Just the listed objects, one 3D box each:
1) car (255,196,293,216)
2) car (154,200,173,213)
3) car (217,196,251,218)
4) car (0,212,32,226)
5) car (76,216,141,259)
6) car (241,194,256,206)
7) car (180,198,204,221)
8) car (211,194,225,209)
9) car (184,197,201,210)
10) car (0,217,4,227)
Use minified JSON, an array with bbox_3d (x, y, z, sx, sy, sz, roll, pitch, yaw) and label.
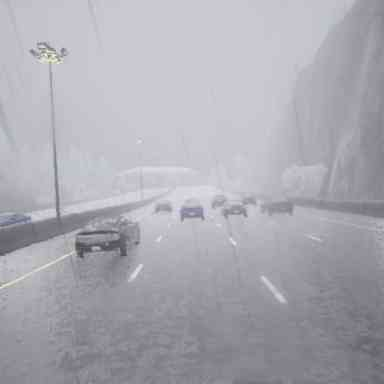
[{"bbox_3d":[7.006,1.117,27.997,1.882,1.535,5.008,-3,0,0],"label":"car"},{"bbox_3d":[-3.409,1.699,40.384,1.812,1.442,4.674,-3,1,0],"label":"car"},{"bbox_3d":[3.513,1.367,28.400,1.812,1.442,4.674,-3,0,0],"label":"car"},{"bbox_3d":[-14.021,2.355,25.123,1.882,1.535,5.008,-3,0,0],"label":"car"},{"bbox_3d":[-3.364,1.756,14.027,2.128,1.511,4.902,-3,0,0],"label":"car"},{"bbox_3d":[7.016,1.050,42.676,1.837,1.490,4.892,-3,1,0],"label":"car"},{"bbox_3d":[0.019,1.524,28.191,1.882,1.535,5.008,-3,0,0],"label":"car"},{"bbox_3d":[3.512,1.102,42.414,2.097,1.767,4.553,-3,1,0],"label":"car"},{"bbox_3d":[0.036,1.509,43.423,1.994,1.385,4.181,-3,1,0],"label":"car"},{"bbox_3d":[-13.955,2.380,19.935,2.128,1.511,4.902,-3,0,0],"label":"car"}]
